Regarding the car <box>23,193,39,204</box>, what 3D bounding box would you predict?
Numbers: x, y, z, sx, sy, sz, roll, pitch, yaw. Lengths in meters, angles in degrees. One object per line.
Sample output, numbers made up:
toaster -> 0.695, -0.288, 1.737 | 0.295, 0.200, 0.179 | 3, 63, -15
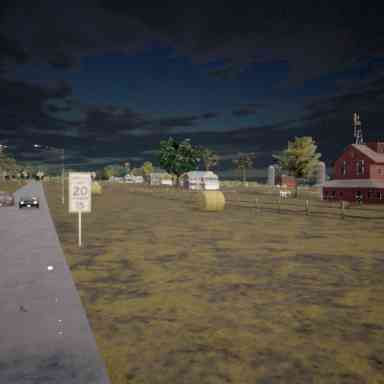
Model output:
car -> -21.499, 0.815, 44.561 | 1.895, 1.301, 4.718 | 0, 1, -24

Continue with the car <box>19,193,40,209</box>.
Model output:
car -> -17.321, 1.056, 35.509 | 1.895, 1.301, 4.718 | 0, 1, -24

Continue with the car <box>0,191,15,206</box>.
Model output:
car -> -21.570, 0.736, 38.073 | 2.097, 1.767, 4.553 | 0, 1, -24

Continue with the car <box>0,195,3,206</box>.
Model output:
car -> -15.097, 1.228, 23.613 | 2.128, 1.511, 4.902 | 0, 1, -24
